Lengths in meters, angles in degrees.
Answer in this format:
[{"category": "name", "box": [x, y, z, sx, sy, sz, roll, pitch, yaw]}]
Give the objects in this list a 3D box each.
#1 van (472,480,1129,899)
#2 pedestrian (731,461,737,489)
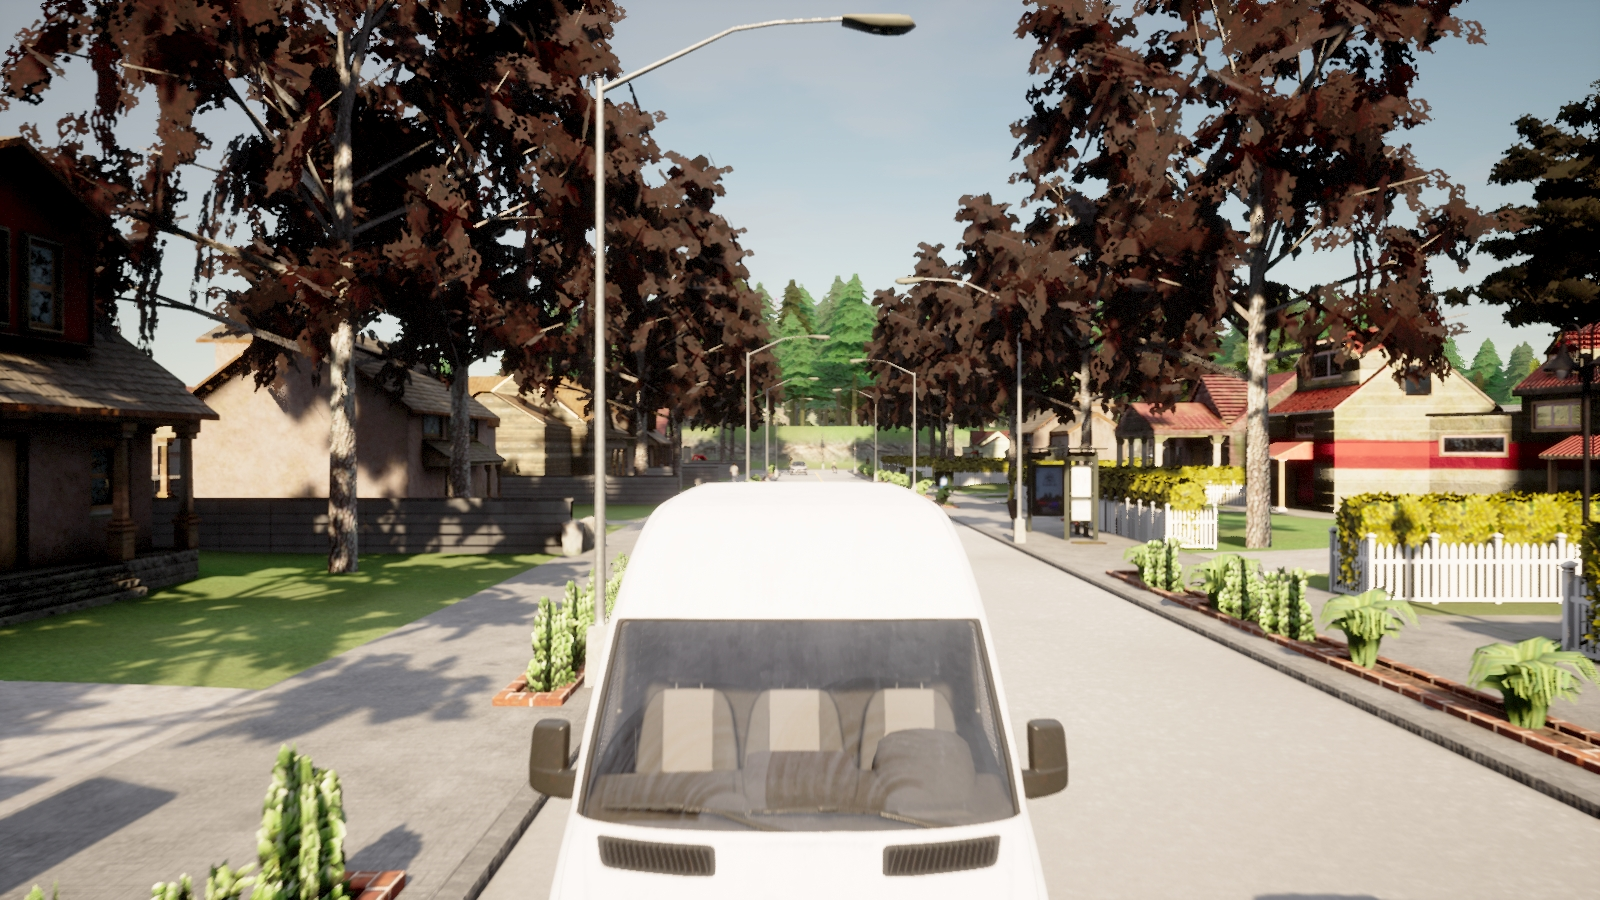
[{"category": "van", "box": [0.000, 1.528, 6.417, 1.988, 2.561, 5.915, 0, 0, 0]}, {"category": "pedestrian", "box": [-4.439, 1.686, 76.479, 0.375, 1.860, 0.375, 0, 0, 2]}]
